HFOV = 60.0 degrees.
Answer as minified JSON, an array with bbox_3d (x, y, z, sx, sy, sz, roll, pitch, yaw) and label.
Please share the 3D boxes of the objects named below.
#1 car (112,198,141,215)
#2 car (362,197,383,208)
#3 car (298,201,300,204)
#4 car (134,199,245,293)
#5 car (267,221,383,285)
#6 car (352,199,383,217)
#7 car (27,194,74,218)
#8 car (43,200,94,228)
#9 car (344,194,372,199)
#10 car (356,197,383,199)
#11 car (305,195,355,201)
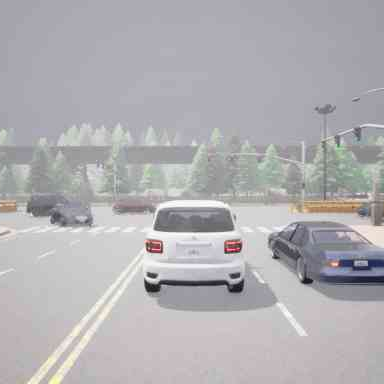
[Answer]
[{"bbox_3d":[-5.645,1.352,33.661,4.553,1.767,2.097,0,0,0],"label":"car"},{"bbox_3d":[27.327,1.505,47.680,4.892,1.490,1.837,0,0,0],"label":"car"},{"bbox_3d":[17.834,1.477,47.728,5.008,1.535,1.882,0,0,0],"label":"car"},{"bbox_3d":[0.068,1.221,9.018,2.150,2.045,5.566,0,0,1],"label":"car"},{"bbox_3d":[3.577,1.547,9.506,2.033,1.411,5.357,0,0,0],"label":"car"},{"bbox_3d":[17.210,1.564,30.031,4.181,1.385,1.994,0,0,0],"label":"car"},{"bbox_3d":[-11.995,1.222,30.197,5.566,2.045,2.150,0,0,0],"label":"car"},{"bbox_3d":[-8.039,1.491,22.131,2.128,1.511,4.902,1,0,-36],"label":"car"},{"bbox_3d":[21.120,1.221,44.210,5.566,2.045,2.150,0,0,0],"label":"car"},{"bbox_3d":[19.678,1.492,33.517,4.902,1.511,2.128,0,0,0],"label":"car"},{"bbox_3d":[16.677,1.491,40.734,4.902,1.511,2.128,0,0,0],"label":"car"}]
